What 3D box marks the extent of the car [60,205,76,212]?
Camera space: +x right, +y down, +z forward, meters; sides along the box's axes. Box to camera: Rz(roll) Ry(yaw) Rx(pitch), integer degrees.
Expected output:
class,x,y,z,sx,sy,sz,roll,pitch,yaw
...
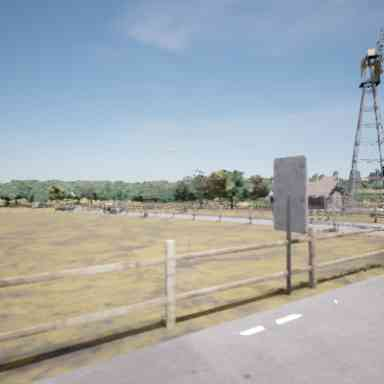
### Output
class,x,y,z,sx,sy,sz,roll,pitch,yaw
car,-30.996,4.033,84.252,2.097,1.767,4.553,0,-3,-35

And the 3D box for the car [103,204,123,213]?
class,x,y,z,sx,sy,sz,roll,pitch,yaw
car,-12.861,2.674,54.076,2.128,1.511,4.902,0,-2,-35
